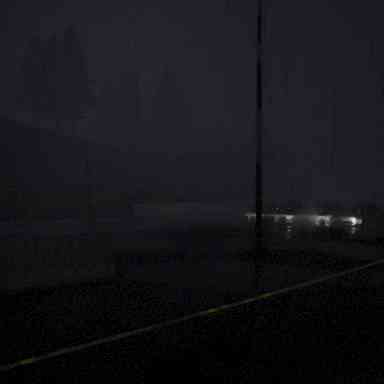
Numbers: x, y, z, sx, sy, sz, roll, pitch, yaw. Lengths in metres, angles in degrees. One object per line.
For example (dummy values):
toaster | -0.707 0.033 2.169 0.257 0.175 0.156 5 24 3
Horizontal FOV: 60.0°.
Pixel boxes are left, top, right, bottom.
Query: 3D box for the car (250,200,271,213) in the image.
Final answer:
car | 8.900 1.736 40.431 1.882 1.535 5.008 0 0 43

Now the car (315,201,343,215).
car | 15.325 1.762 37.085 2.128 1.511 4.902 0 0 42

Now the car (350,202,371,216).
car | 18.248 1.764 35.102 2.128 1.511 4.902 0 0 42

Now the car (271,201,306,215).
car | 11.306 1.761 37.877 1.837 1.490 4.892 0 0 43
